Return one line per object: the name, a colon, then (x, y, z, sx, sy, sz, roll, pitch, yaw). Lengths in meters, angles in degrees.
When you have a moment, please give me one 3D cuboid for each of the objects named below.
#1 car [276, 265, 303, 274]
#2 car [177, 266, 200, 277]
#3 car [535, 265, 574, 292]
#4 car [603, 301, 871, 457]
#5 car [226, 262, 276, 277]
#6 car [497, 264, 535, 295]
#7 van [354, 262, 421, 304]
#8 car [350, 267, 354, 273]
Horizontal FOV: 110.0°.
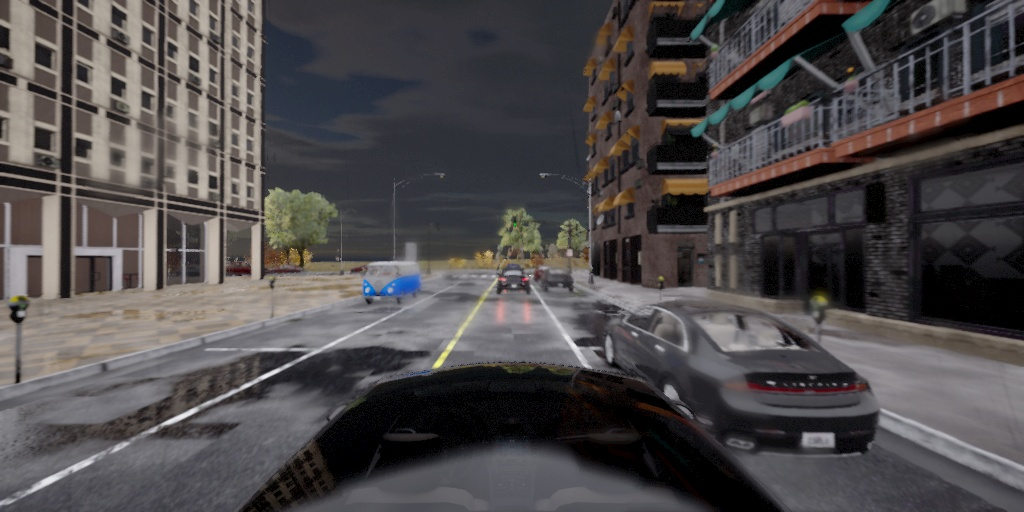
car: (-31.651, 1.891, 50.376, 4.207, 1.307, 1.802, 0, 0, 0)
car: (-36.970, 1.883, 42.307, 4.313, 1.339, 1.948, 0, 0, 0)
car: (2.667, 1.378, 21.763, 2.007, 1.370, 4.403, 0, 0, 0)
car: (2.566, 1.314, 5.185, 2.007, 1.370, 4.403, 0, 0, 0)
car: (-31.423, 1.565, 42.309, 5.009, 1.841, 2.192, 0, 0, 0)
car: (0.104, 1.348, 20.458, 1.812, 1.442, 4.674, 0, 0, 0)
van: (-5.343, 1.147, 16.291, 1.690, 1.789, 3.998, 0, 0, 0)
car: (-20.569, 1.759, 50.508, 4.207, 1.307, 1.802, 0, 0, 0)
